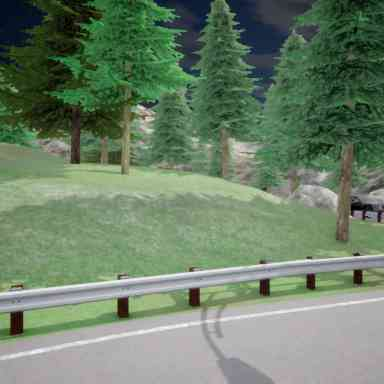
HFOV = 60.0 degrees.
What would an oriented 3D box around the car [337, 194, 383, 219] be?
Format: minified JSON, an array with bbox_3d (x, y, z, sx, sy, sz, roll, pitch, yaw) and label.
[{"bbox_3d":[14.963,1.238,29.755,2.150,2.045,5.566,0,0,-18],"label":"car"}]
